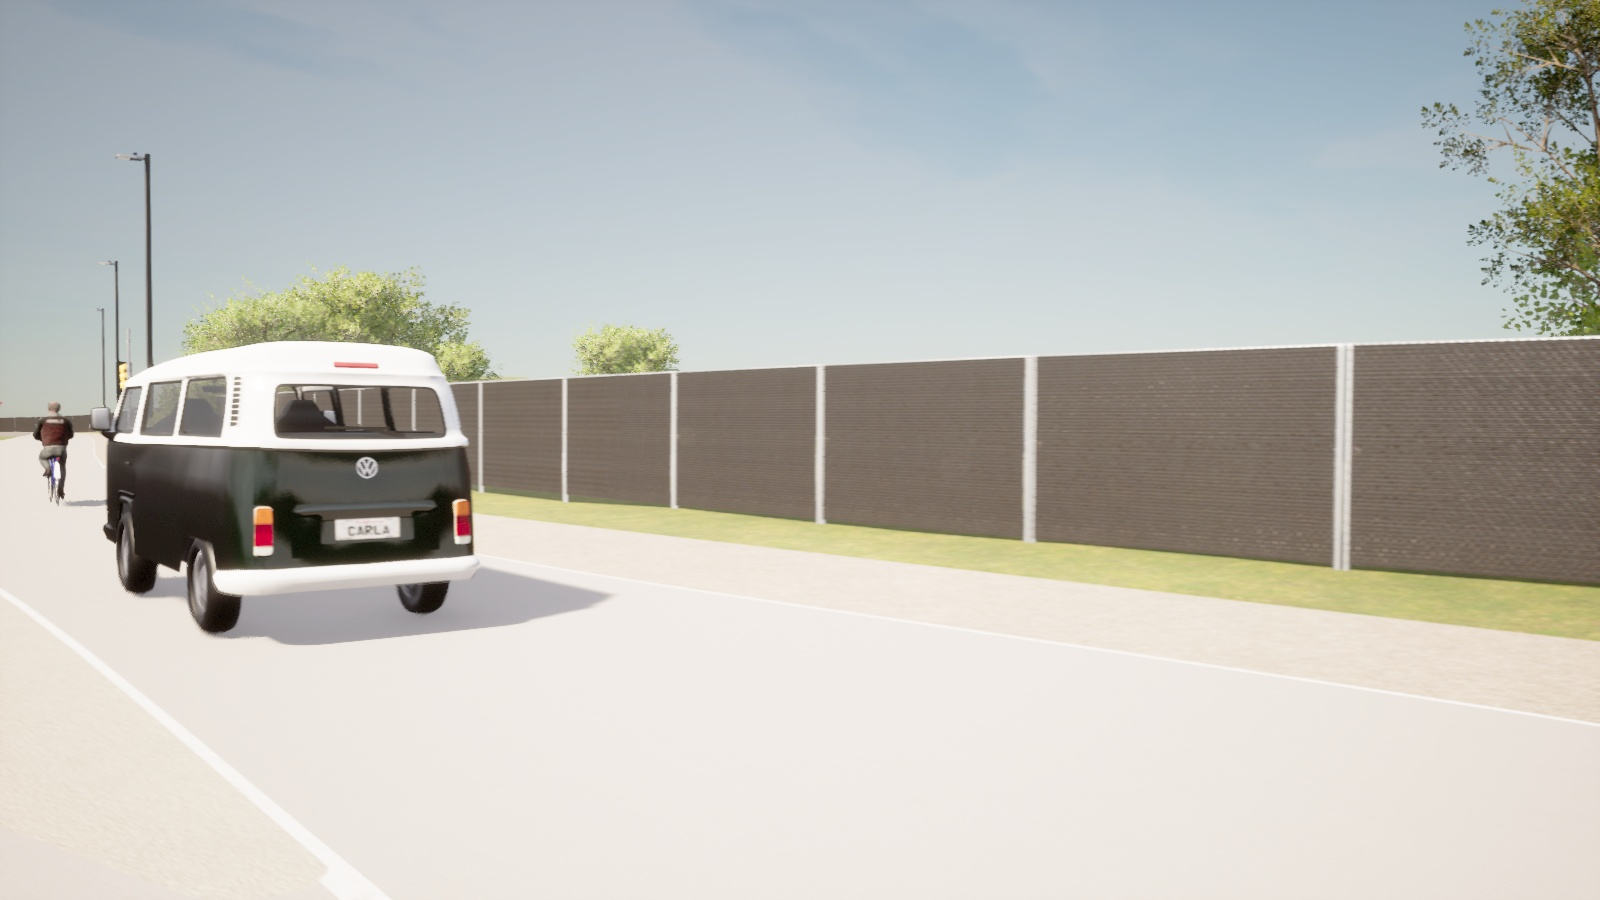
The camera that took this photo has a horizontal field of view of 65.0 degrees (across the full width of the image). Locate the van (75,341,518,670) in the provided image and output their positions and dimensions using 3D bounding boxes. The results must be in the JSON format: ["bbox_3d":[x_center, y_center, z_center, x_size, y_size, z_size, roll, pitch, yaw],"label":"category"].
[{"bbox_3d":[-4.262,0.296,10.156,2.069,2.038,4.480,-2,2,-39],"label":"van"}]

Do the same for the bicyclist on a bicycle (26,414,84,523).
[{"bbox_3d":[-12.779,0.288,21.512,0.659,1.776,1.843,-1,2,-36],"label":"bicyclist on a bicycle"}]
